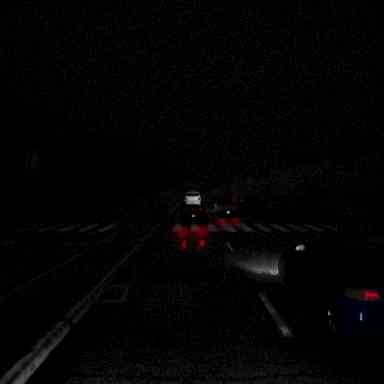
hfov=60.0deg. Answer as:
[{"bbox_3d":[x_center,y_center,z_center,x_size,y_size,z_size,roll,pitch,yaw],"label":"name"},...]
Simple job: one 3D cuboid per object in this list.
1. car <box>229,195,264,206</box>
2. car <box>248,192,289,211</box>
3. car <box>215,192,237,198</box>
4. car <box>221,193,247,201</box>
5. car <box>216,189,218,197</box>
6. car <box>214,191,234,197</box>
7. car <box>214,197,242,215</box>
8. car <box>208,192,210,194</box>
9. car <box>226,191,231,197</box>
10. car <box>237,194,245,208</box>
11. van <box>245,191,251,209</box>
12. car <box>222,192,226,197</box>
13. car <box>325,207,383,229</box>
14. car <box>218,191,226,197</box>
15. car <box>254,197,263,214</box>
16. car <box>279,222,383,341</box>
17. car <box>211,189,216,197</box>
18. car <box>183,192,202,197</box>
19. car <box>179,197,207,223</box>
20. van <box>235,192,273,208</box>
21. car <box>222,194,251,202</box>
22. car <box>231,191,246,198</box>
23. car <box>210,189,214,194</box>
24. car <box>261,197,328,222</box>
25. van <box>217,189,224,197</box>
[{"bbox_3d":[8.055,1.220,48.977,4.674,1.452,2.002,1,0,-20],"label":"car"},{"bbox_3d":[8.035,1.179,31.065,4.553,1.767,2.185,1,0,-20],"label":"car"},{"bbox_3d":[8.078,0.732,78.830,4.792,1.488,2.163,0,1,-20],"label":"car"},{"bbox_3d":[8.050,1.035,63.902,4.674,1.452,2.002,0,1,-20],"label":"car"},{"bbox_3d":[8.027,0.763,69.857,4.553,1.767,2.185,0,1,-20],"label":"car"},{"bbox_3d":[8.047,0.618,84.782,4.674,1.452,2.002,0,1,-20],"label":"car"},{"bbox_3d":[3.093,1.419,30.688,1.895,1.301,4.718,0,0,0],"label":"car"},{"bbox_3d":[8.059,0.412,93.720,4.892,1.521,2.231,0,1,-20],"label":"car"},{"bbox_3d":[8.089,0.955,46.003,5.566,2.045,2.435,1,0,-20],"label":"car"},{"bbox_3d":[8.056,1.267,37.040,4.892,1.521,2.231,1,0,-20],"label":"car"},{"bbox_3d":[8.174,1.061,34.099,4.442,1.987,1.878,1,0,-20],"label":"van"},{"bbox_3d":[8.030,1.151,54.933,4.792,1.488,2.163,1,1,-20],"label":"car"},{"bbox_3d":[8.041,1.453,13.069,4.792,1.488,2.163,1,1,-20],"label":"car"},{"bbox_3d":[7.885,1.079,57.860,5.366,1.575,1.946,1,1,-20],"label":"car"},{"bbox_3d":[8.059,1.365,28.094,4.674,1.452,2.002,1,0,-20],"label":"car"},{"bbox_3d":[3.098,1.538,6.473,1.994,1.385,4.181,0,0,0],"label":"car"},{"bbox_3d":[7.879,0.762,75.768,5.366,1.575,1.946,0,2,-20],"label":"car"},{"bbox_3d":[0.090,0.959,42.890,2.150,2.045,5.566,0,0,0],"label":"car"},{"bbox_3d":[0.095,1.353,24.400,2.128,1.511,4.902,0,1,0],"label":"car"},{"bbox_3d":[7.955,1.000,42.960,4.442,1.987,1.878,1,1,-20],"label":"van"},{"bbox_3d":[8.083,1.074,60.930,4.792,1.488,2.163,0,1,-20],"label":"car"},{"bbox_3d":[8.039,0.995,40.007,5.566,2.045,2.435,1,1,-20],"label":"car"},{"bbox_3d":[7.879,0.634,81.733,5.366,1.575,1.946,0,1,-20],"label":"car"},{"bbox_3d":[8.039,1.374,25.075,4.792,1.488,2.163,1,1,-20],"label":"car"},{"bbox_3d":[7.950,0.720,66.829,4.442,1.987,1.878,0,2,-20],"label":"van"}]
